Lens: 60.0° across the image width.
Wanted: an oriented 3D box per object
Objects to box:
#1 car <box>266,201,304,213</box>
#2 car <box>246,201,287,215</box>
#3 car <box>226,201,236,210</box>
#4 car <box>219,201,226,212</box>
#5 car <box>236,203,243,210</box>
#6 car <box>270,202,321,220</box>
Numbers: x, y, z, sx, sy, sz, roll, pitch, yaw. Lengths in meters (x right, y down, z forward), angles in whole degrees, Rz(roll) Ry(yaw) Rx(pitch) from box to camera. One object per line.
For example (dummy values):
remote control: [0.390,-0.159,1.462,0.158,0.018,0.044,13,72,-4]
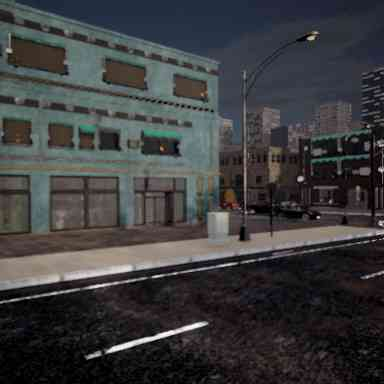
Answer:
car: [11.986,1.911,42.886,2.008,1.369,4.403,-1,0,-35]
car: [8.526,1.854,37.777,1.882,1.535,5.008,0,0,-35]
car: [5.565,2.067,51.903,1.802,1.307,4.206,-1,0,-35]
car: [1.947,1.922,42.531,1.967,1.590,4.097,-1,0,-35]
car: [8.775,2.005,47.395,1.802,1.307,4.206,-1,0,-35]
car: [9.901,1.891,31.158,1.947,1.339,4.313,-1,0,-35]
